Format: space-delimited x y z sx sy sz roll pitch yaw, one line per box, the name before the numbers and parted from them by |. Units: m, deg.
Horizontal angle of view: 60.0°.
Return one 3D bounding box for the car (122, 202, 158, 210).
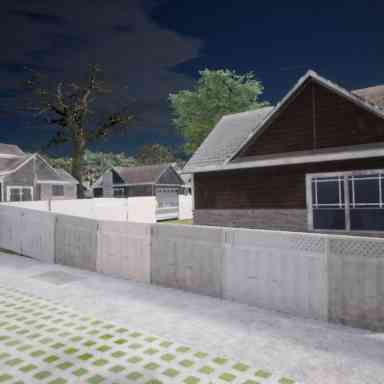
car | -5.291 1.278 30.435 1.882 1.535 5.008 -3 -1 36
